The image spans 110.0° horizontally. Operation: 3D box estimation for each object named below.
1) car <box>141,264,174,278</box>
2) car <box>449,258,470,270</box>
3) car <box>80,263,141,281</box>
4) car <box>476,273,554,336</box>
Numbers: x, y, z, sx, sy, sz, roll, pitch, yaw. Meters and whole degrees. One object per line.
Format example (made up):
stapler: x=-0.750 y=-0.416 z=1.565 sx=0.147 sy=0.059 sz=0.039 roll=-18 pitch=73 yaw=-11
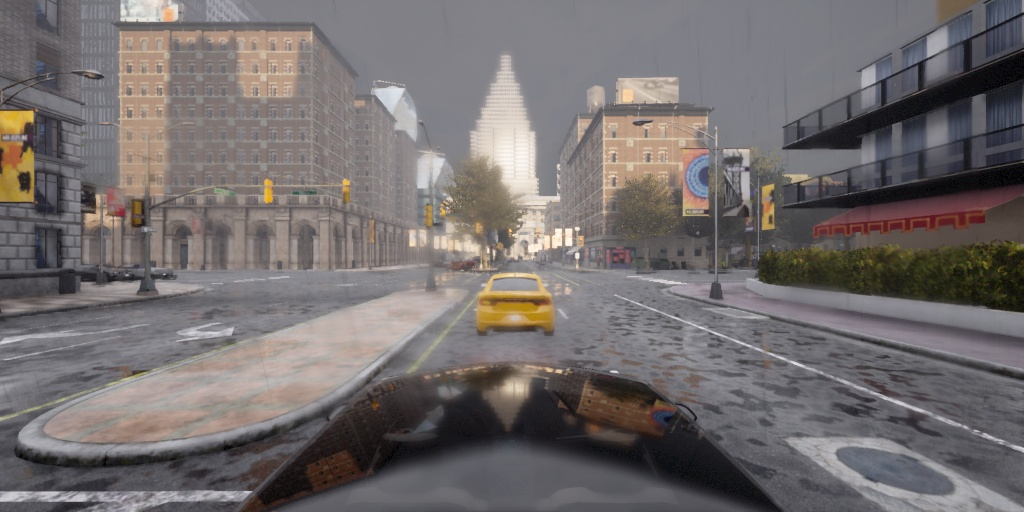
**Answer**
car: x=-33.668 y=1.351 z=32.451 sx=4.718 sy=1.301 sz=1.895 roll=0 pitch=0 yaw=0
car: x=-8.024 y=1.102 z=53.473 sx=2.097 sy=1.767 sz=4.553 roll=0 pitch=0 yaw=0
car: x=-33.416 y=1.276 z=28.953 sx=4.674 sy=1.442 sz=1.812 roll=0 pitch=0 yaw=0
car: x=0.092 y=1.228 z=10.455 sx=1.882 sy=1.535 sz=5.008 roll=0 pitch=0 yaw=0
